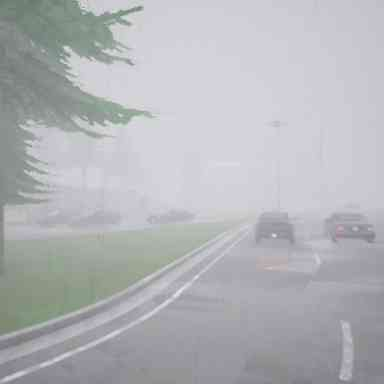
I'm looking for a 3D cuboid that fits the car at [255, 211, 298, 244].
[{"bbox_3d":[4.423,1.752,17.450,1.837,1.490,4.892,-1,-1,17],"label":"car"}]

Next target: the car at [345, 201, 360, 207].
[{"bbox_3d":[24.550,2.095,50.871,1.895,1.301,4.718,-2,-1,29],"label":"car"}]

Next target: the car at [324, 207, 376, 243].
[{"bbox_3d":[8.011,1.726,17.230,2.033,1.411,5.357,-1,-1,17],"label":"car"}]

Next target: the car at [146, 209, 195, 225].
[{"bbox_3d":[-1.862,2.186,29.829,1.895,1.301,4.718,-2,-1,40],"label":"car"}]

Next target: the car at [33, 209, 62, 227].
[{"bbox_3d":[-11.620,2.284,29.712,1.812,1.442,4.674,-2,-2,45],"label":"car"}]

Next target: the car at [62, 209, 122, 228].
[{"bbox_3d":[-8.153,2.195,28.266,1.812,1.442,4.674,-2,-1,44],"label":"car"}]
